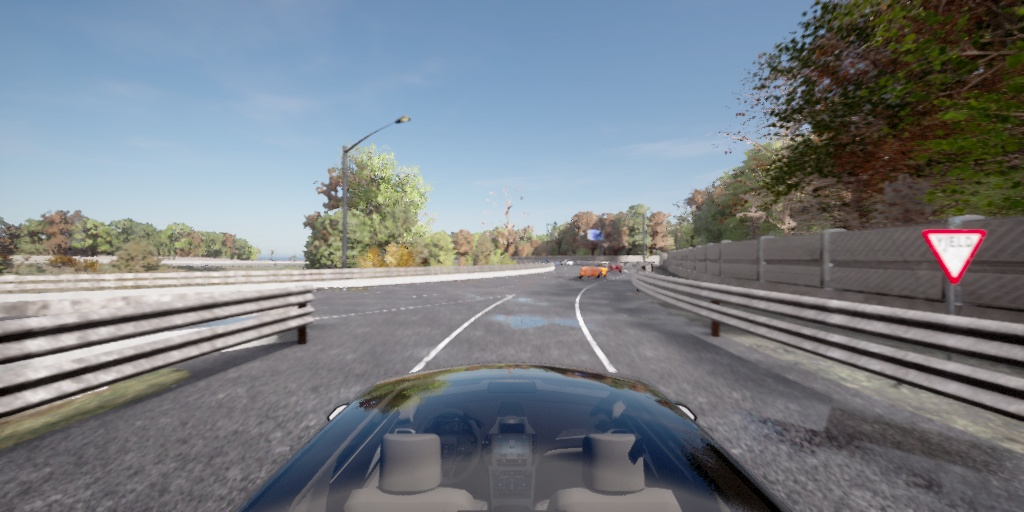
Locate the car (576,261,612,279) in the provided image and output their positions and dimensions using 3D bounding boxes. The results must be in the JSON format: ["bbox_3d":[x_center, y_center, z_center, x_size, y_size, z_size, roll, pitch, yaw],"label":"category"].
[{"bbox_3d":[8.570,1.426,37.317,2.097,1.767,4.553,0,-1,27],"label":"car"}]

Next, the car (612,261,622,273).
[{"bbox_3d":[15.474,1.584,54.128,2.097,1.767,4.553,0,-1,18],"label":"car"}]
